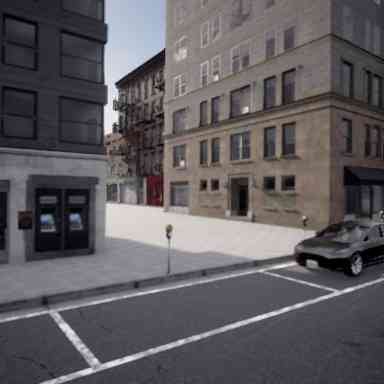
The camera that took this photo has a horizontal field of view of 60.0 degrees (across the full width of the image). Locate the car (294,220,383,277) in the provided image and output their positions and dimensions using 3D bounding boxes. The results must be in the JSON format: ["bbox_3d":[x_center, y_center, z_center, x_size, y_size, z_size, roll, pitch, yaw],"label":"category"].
[{"bbox_3d":[5.070,1.588,10.372,4.313,1.339,1.947,0,0,-35],"label":"car"}]
